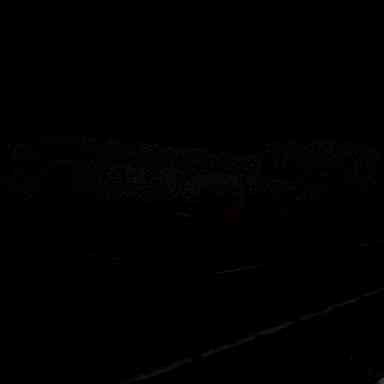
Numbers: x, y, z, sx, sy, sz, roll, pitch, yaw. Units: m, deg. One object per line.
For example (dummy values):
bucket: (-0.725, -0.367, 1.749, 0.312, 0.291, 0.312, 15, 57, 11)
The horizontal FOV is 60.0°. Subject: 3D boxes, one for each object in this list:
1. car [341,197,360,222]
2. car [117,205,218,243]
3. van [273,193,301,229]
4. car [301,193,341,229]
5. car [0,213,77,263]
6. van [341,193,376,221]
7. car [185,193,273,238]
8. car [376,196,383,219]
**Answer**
car: (8.300, 1.316, 22.494, 4.892, 1.521, 2.231, -1, 0, 35)
car: (-1.425, 1.480, 15.575, 4.674, 1.452, 2.002, -1, 0, 35)
van: (3.531, 1.153, 18.978, 4.442, 1.987, 1.878, -1, -1, 35)
car: (5.888, 1.096, 20.758, 5.566, 2.045, 2.435, -1, -1, 35)
car: (-6.265, 1.516, 12.102, 4.792, 1.488, 2.163, -1, -1, 35)
van: (10.625, 1.058, 24.292, 4.442, 1.987, 1.878, -1, 0, 35)
car: (0.974, 1.162, 17.323, 5.566, 2.045, 2.435, -1, 0, 35)
car: (13.179, 1.123, 25.939, 4.553, 1.767, 2.185, -1, 0, 35)
